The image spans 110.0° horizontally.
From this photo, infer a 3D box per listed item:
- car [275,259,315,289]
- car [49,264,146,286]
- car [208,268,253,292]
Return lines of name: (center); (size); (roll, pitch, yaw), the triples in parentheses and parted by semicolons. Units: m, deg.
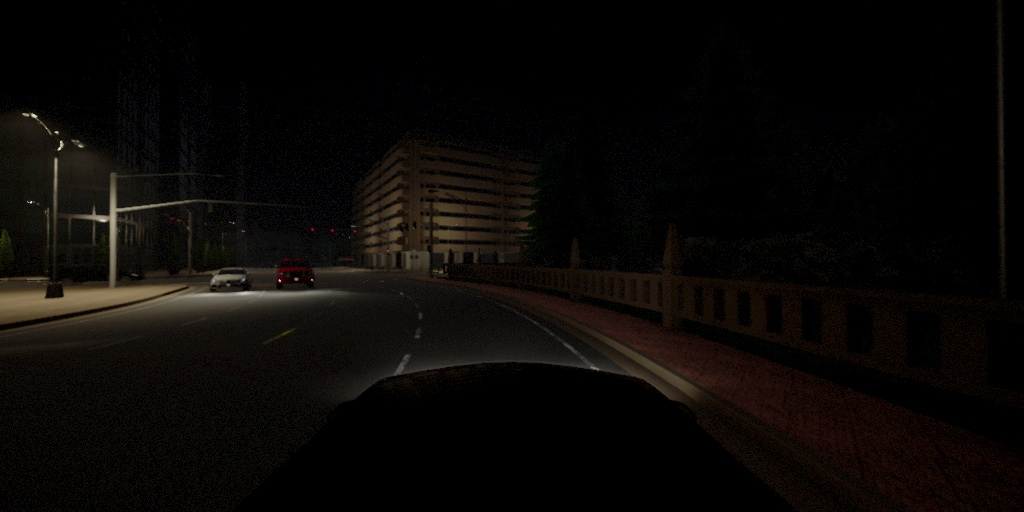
car: (-15.618, 1.199, 25.820); (2.150, 2.045, 5.566); (0, -1, -33)
car: (-32.194, 1.420, 28.047); (5.008, 1.535, 1.882); (0, -1, -33)
car: (-18.371, 1.502, 23.614); (1.812, 1.442, 4.674); (0, -1, -32)
